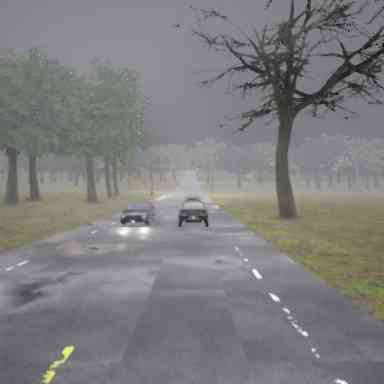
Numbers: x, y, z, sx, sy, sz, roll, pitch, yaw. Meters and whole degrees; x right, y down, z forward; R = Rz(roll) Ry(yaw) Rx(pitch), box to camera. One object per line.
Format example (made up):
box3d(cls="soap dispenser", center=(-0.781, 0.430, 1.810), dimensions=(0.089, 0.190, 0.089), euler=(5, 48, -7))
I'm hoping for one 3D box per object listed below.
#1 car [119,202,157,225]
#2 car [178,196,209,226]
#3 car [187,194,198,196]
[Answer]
box3d(cls="car", center=(-3.535, 1.384, 22.807), dimensions=(2.033, 1.411, 5.357), euler=(0, 1, 1))
box3d(cls="car", center=(0.093, 1.323, 22.184), dimensions=(1.882, 1.535, 5.008), euler=(0, 1, 0))
box3d(cls="car", center=(0.103, 1.035, 40.076), dimensions=(1.837, 1.490, 4.892), euler=(0, 2, 0))
